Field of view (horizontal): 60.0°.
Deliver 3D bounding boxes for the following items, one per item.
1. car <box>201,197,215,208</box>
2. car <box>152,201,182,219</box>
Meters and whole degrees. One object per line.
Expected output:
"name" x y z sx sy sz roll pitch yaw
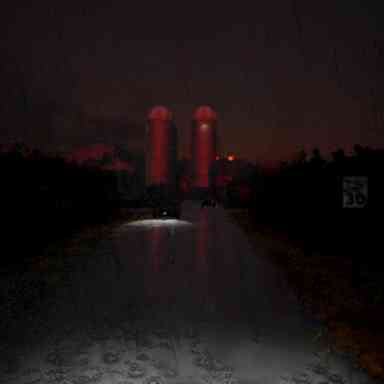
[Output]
"car" 2.297 1.460 47.368 1.812 1.442 4.674 1 -1 3
"car" -1.905 1.371 26.326 1.994 1.385 4.181 1 0 3
